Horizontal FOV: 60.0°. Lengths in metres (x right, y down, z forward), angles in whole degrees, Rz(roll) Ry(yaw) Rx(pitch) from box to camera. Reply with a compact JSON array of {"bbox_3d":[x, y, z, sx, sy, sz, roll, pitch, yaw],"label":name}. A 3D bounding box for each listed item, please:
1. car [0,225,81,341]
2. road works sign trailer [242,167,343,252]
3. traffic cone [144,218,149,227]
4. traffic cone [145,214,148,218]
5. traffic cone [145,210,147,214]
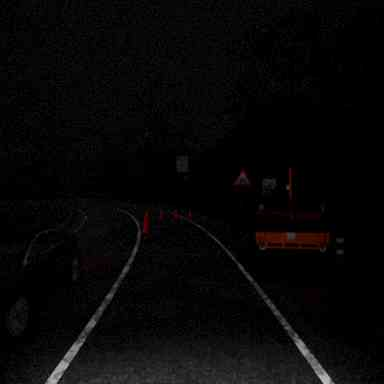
[{"bbox_3d":[-3.602,1.463,6.475,2.128,1.511,4.902,0,1,-3],"label":"car"},{"bbox_3d":[2.905,0.663,9.800,2.380,2.880,3.560,-1,1,17],"label":"road works sign trailer"},{"bbox_3d":[-2.311,1.694,16.391,0.340,0.580,0.340,-1,2,-7],"label":"traffic cone"},{"bbox_3d":[-2.561,1.643,18.373,0.340,0.580,0.340,-1,2,-7],"label":"traffic cone"},{"bbox_3d":[-2.811,1.591,20.356,0.340,0.580,0.340,-1,2,-7],"label":"traffic cone"}]
